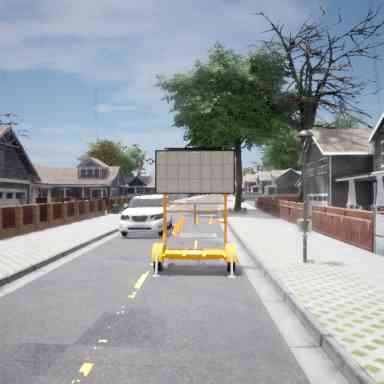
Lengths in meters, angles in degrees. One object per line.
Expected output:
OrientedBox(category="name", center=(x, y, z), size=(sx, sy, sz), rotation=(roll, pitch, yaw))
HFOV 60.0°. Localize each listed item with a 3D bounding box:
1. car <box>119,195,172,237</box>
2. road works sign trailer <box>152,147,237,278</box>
OrientedBox(category="car", center=(-2.336, 1.199, 18.136), size=(2.150, 2.045, 5.566), rotation=(0, 0, 2))
OrientedBox(category="road works sign trailer", center=(0.097, 0.457, 10.144), size=(2.380, 3.560, 2.880), rotation=(0, 0, 2))
